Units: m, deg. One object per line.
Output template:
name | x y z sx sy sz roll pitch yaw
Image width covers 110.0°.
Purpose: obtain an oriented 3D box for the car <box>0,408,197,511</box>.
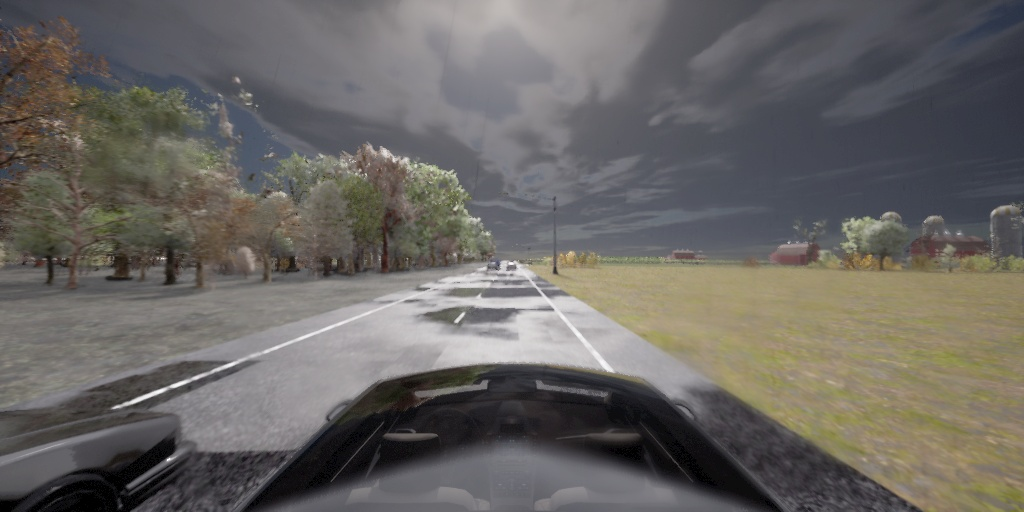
car | -3.497 1.281 0.405 2.033 1.411 5.357 0 -1 0
